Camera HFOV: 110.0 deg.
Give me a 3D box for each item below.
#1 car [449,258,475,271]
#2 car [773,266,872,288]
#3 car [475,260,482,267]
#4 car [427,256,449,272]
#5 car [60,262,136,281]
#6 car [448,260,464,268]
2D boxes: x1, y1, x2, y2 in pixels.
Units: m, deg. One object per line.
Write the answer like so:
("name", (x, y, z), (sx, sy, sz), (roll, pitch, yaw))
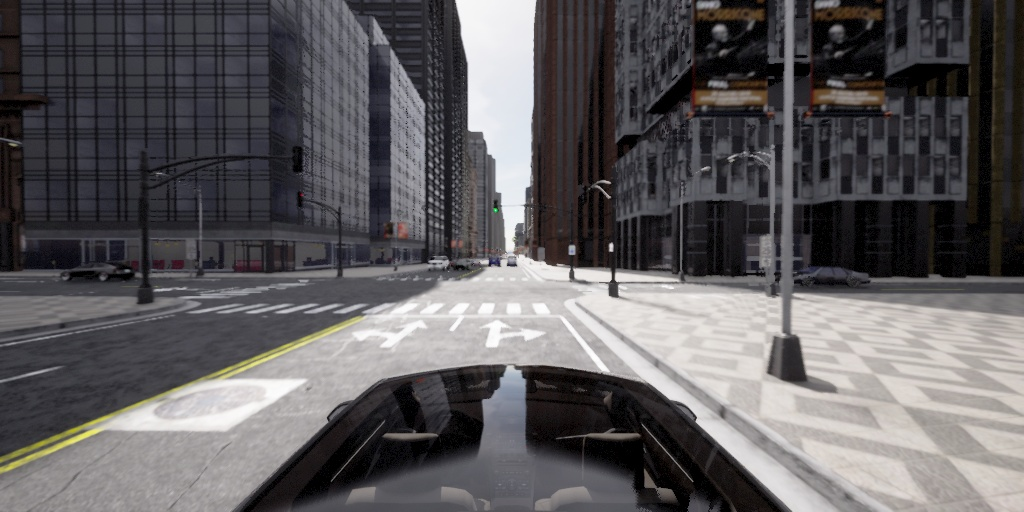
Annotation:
("car", (-6.574, 1.110, 47.836), (2.097, 1.767, 4.553), (0, 0, 0))
("car", (20.776, 1.371, 24.067), (5.357, 1.411, 2.033), (0, 1, 0))
("car", (-6.525, 1.327, 63.765), (1.994, 1.385, 4.181), (0, 0, 0))
("car", (-9.822, 0.983, 48.124), (2.150, 2.045, 5.566), (0, 0, 0))
("car", (-30.548, 1.137, 26.556), (4.313, 1.339, 1.948), (0, 0, 0))
("car", (-9.781, 1.365, 62.816), (1.895, 1.301, 4.718), (0, 0, 0))
